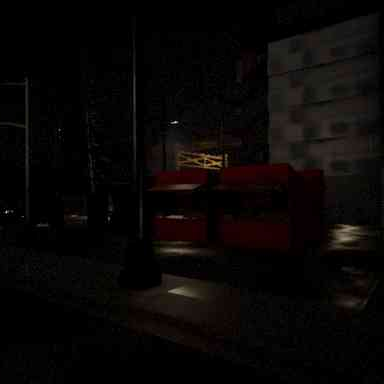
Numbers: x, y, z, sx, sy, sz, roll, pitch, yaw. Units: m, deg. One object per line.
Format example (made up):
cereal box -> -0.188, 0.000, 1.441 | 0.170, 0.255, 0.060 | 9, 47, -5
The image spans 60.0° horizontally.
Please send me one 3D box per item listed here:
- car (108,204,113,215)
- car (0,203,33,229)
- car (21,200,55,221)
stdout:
car -> -7.191, 1.661, 34.121 | 1.812, 1.442, 4.674 | -1, -1, 36
car -> -12.634, 1.610, 20.328 | 1.812, 1.442, 4.674 | -1, -1, 36
car -> -12.900, 1.488, 26.270 | 2.097, 1.767, 4.553 | -1, -1, 36
